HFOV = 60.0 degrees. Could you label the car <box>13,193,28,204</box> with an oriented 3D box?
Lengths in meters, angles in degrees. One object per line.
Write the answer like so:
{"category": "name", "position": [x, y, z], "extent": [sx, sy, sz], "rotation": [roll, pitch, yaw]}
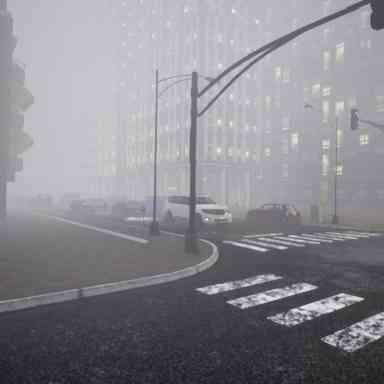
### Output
{"category": "car", "position": [-30.501, 1.155, 60.537], "extent": [2.192, 1.841, 5.009], "rotation": [1, -1, -35]}

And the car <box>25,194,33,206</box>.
{"category": "car", "position": [-23.966, 1.432, 51.322], "extent": [1.802, 1.307, 4.206], "rotation": [1, -1, -35]}

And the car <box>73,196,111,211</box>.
{"category": "car", "position": [-11.694, 1.468, 38.519], "extent": [2.033, 1.411, 5.357], "rotation": [1, -1, -35]}

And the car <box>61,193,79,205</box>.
{"category": "car", "position": [-20.505, 1.182, 56.287], "extent": [2.150, 2.045, 5.566], "rotation": [1, -1, -35]}

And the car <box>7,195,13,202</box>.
{"category": "car", "position": [-37.043, 1.397, 69.748], "extent": [1.947, 1.339, 4.313], "rotation": [1, -1, -35]}

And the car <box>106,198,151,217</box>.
{"category": "car", "position": [-5.811, 1.498, 30.225], "extent": [1.994, 1.385, 4.181], "rotation": [1, -1, -35]}

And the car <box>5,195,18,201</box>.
{"category": "car", "position": [-40.311, 1.378, 74.354], "extent": [2.008, 1.369, 4.403], "rotation": [1, -1, -35]}

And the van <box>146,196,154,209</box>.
{"category": "van", "position": [-4.053, 1.382, 37.748], "extent": [1.690, 1.788, 3.998], "rotation": [1, -1, -35]}

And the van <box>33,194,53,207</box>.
{"category": "van", "position": [-20.693, 1.197, 46.718], "extent": [1.690, 1.788, 3.998], "rotation": [1, -1, -35]}

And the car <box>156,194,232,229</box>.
{"category": "car", "position": [0.166, 1.172, 21.803], "extent": [2.150, 2.045, 5.566], "rotation": [1, -1, -35]}

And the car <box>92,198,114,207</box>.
{"category": "car", "position": [-13.864, 1.586, 51.565], "extent": [1.947, 1.339, 4.313], "rotation": [1, -1, -35]}

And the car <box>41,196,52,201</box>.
{"category": "car", "position": [-36.749, 1.570, 83.809], "extent": [1.802, 1.307, 4.206], "rotation": [1, -1, -35]}

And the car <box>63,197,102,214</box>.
{"category": "car", "position": [-10.889, 1.427, 32.897], "extent": [2.008, 1.369, 4.403], "rotation": [1, -1, -35]}

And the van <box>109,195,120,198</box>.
{"category": "van", "position": [-10.591, 1.368, 46.961], "extent": [1.690, 1.788, 3.998], "rotation": [1, -1, -35]}

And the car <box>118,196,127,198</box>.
{"category": "car", "position": [-7.325, 1.584, 42.352], "extent": [2.008, 1.369, 4.403], "rotation": [1, -1, -35]}

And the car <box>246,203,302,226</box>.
{"category": "car", "position": [5.754, 1.505, 23.928], "extent": [1.967, 1.590, 4.097], "rotation": [1, -1, -35]}
